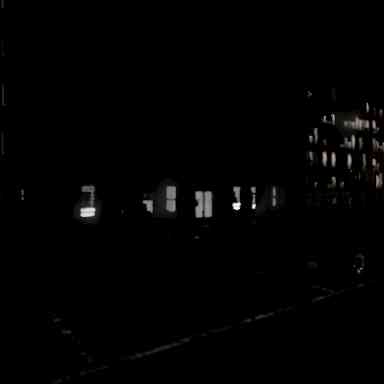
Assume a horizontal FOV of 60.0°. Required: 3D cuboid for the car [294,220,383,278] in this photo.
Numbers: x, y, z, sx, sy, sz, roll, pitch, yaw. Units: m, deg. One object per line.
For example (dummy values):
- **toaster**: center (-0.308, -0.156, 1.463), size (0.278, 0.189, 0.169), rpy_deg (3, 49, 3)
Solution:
- **car**: center (4.989, 1.562, 10.125), size (4.313, 1.339, 1.947), rpy_deg (0, 0, -36)
